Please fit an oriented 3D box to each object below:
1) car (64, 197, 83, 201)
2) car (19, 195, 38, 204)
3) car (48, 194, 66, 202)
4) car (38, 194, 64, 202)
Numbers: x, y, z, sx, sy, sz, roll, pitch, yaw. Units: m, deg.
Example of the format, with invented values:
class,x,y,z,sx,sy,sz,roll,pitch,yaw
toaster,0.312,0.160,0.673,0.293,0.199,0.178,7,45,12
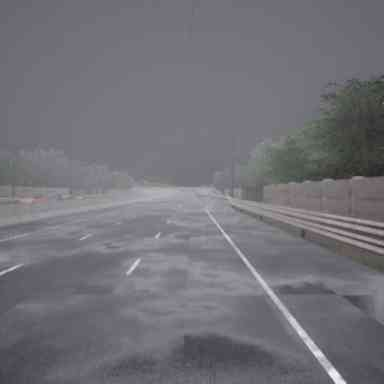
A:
class,x,y,z,sx,sy,sz,roll,pitch,yaw
car,-17.559,1.534,51.140,1.994,1.385,4.181,0,0,1
car,-24.560,1.322,51.083,2.097,1.767,4.553,0,0,1
car,-27.376,1.154,67.428,1.837,1.490,4.892,0,0,-3
car,-21.068,1.462,51.023,2.128,1.511,4.902,0,0,0
